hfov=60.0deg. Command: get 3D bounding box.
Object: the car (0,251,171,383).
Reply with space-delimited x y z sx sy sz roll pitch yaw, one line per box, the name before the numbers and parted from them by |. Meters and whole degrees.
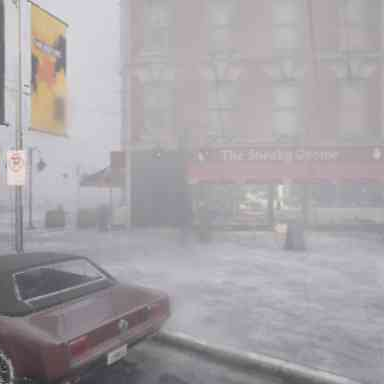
car | -2.738 1.598 5.065 4.718 1.301 1.895 0 0 33
